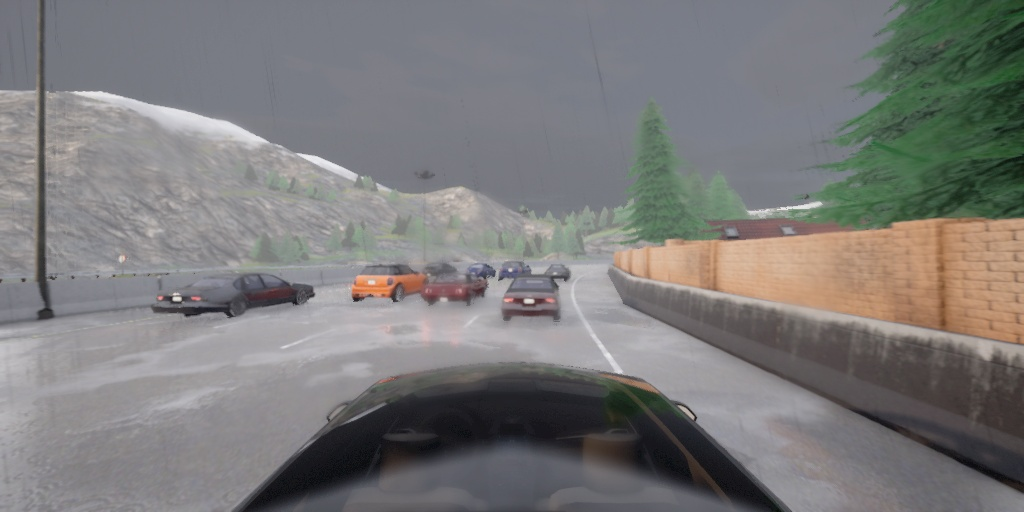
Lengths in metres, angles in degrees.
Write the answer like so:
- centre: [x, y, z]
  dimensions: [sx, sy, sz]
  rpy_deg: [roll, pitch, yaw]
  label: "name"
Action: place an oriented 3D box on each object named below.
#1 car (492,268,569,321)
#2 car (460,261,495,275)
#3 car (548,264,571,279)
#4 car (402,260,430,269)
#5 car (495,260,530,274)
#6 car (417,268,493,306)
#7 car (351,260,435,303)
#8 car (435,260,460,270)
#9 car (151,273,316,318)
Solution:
- centre: [0.777, 1.330, 12.632]
  dimensions: [2.033, 1.411, 5.357]
  rpy_deg: [0, 0, 6]
  label: "car"
- centre: [-2.838, 1.368, 32.766]
  dimensions: [1.812, 1.442, 4.674]
  rpy_deg: [0, 0, 13]
  label: "car"
- centre: [4.062, 1.403, 31.474]
  dimensions: [1.994, 1.385, 4.181]
  rpy_deg: [0, 0, 13]
  label: "car"
- centre: [-16.166, 1.403, 60.736]
  dimensions: [1.882, 1.535, 5.008]
  rpy_deg: [0, 0, 22]
  label: "car"
- centre: [0.361, 1.189, 31.027]
  dimensions: [2.097, 1.767, 4.553]
  rpy_deg: [0, 0, 13]
  label: "car"
- centre: [-2.340, 1.393, 15.996]
  dimensions: [1.895, 1.301, 4.718]
  rpy_deg: [0, 0, 7]
  label: "car"
- centre: [-5.672, 1.150, 17.320]
  dimensions: [2.097, 1.767, 4.553]
  rpy_deg: [0, 0, 7]
  label: "car"
- centre: [-6.464, 1.346, 32.593]
  dimensions: [1.837, 1.490, 4.892]
  rpy_deg: [0, 0, 13]
  label: "car"
- centre: [-9.717, 1.332, 13.195]
  dimensions: [2.033, 1.411, 5.357]
  rpy_deg: [0, 0, 6]
  label: "car"
